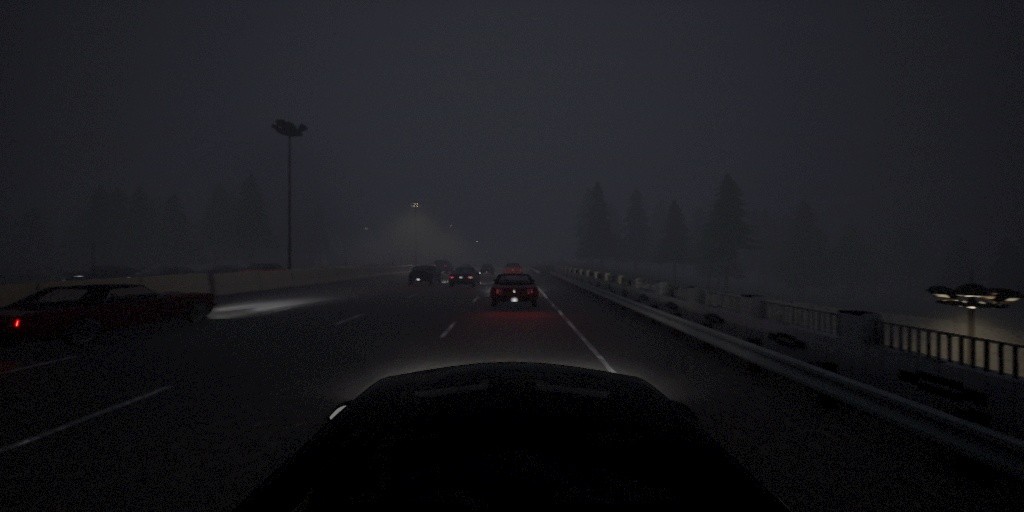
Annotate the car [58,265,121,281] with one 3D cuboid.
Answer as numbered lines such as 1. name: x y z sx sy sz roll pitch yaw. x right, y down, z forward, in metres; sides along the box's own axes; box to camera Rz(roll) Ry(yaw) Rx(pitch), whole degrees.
1. car: -31.589 1.476 27.741 2.128 1.511 4.902 0 -1 0

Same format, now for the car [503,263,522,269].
1. car: 0.096 1.548 40.706 2.097 1.767 4.553 0 -1 0

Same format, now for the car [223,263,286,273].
1. car: -21.092 1.372 30.044 2.097 1.767 4.553 0 -1 0

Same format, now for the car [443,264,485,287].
1. car: -3.404 1.511 26.422 2.033 1.411 5.357 0 -1 0

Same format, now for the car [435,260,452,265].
1. car: -10.407 1.638 54.295 2.150 2.045 5.566 0 -1 0

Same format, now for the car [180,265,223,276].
1. car: -24.592 1.519 30.383 2.128 1.511 4.902 0 -1 0

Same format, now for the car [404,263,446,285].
1. car: -6.904 1.506 28.842 1.837 1.490 4.892 0 -1 0

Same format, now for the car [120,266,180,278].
1. car: -28.094 1.559 29.472 2.033 1.411 5.357 0 -1 0

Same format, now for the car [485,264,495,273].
1. car: -3.406 1.857 50.317 1.837 1.490 4.892 0 -1 0

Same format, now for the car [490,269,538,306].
1. car: 0.098 1.431 16.172 1.895 1.301 4.718 0 -1 0

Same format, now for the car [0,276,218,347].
1. car: -10.401 1.377 9.367 1.895 1.301 4.718 0 0 0
